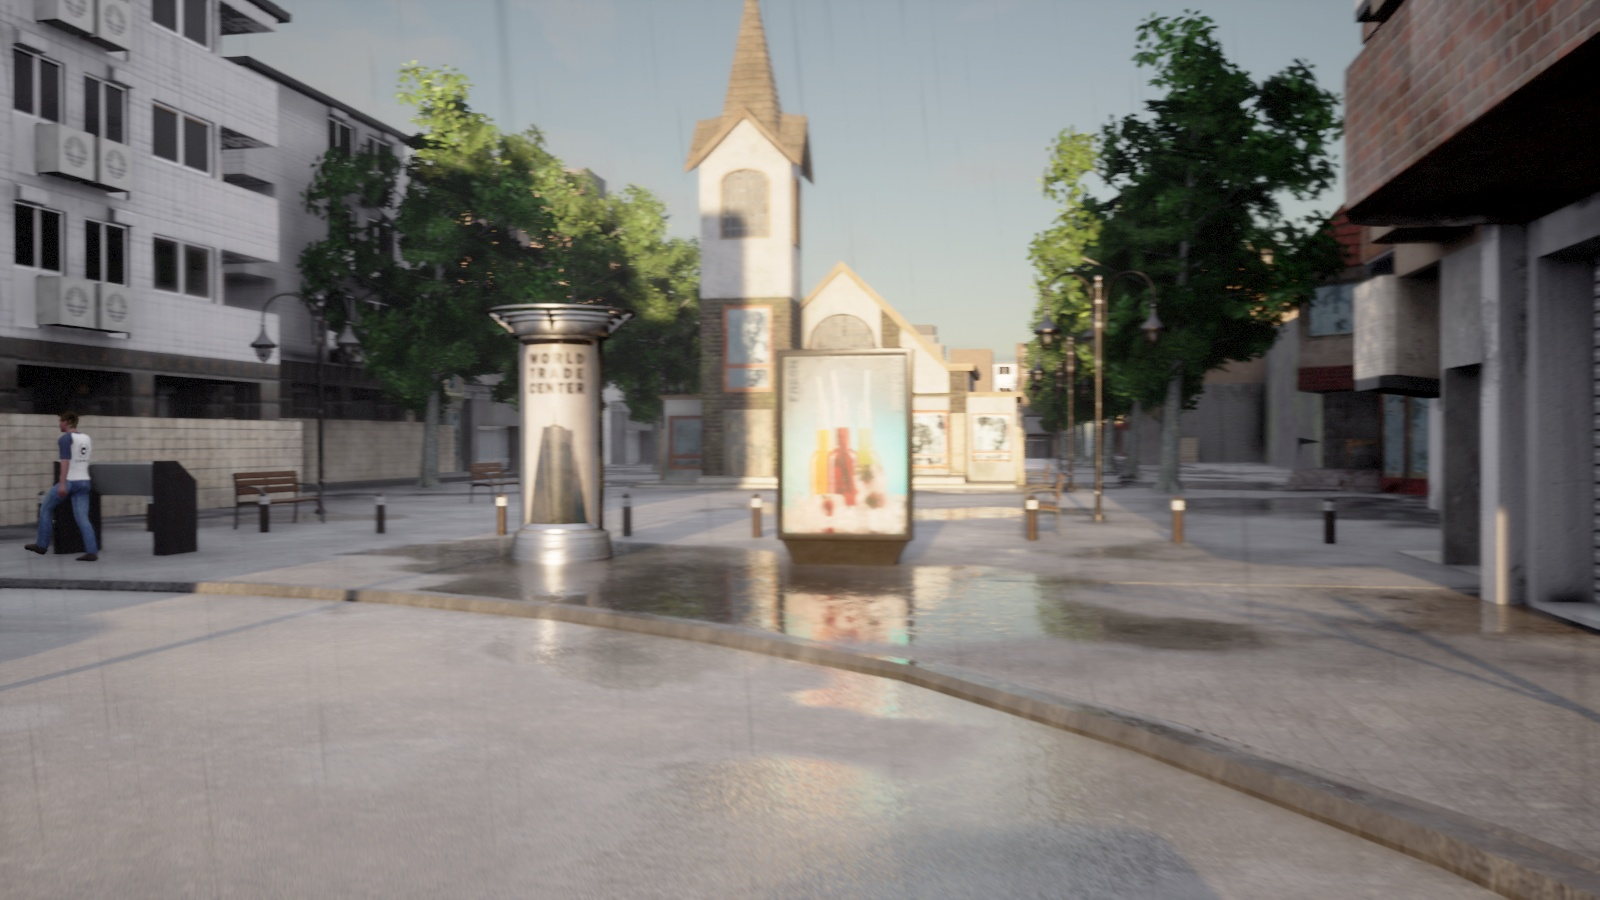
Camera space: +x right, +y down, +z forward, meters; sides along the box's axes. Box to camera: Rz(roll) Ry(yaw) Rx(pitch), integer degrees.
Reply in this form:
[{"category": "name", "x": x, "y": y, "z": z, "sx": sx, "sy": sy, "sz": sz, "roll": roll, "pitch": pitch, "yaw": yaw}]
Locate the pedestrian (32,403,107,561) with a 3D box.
[{"category": "pedestrian", "x": -8.657, "y": 0.374, "z": 14.889, "sx": 0.706, "sy": 1.836, "sz": 0.354, "roll": 0, "pitch": 0, "yaw": 12}]
